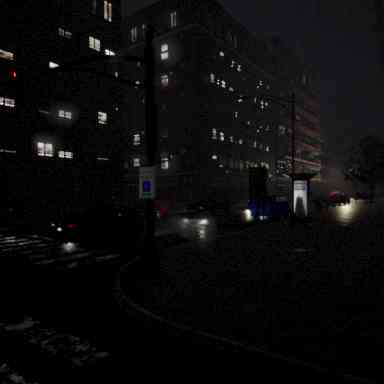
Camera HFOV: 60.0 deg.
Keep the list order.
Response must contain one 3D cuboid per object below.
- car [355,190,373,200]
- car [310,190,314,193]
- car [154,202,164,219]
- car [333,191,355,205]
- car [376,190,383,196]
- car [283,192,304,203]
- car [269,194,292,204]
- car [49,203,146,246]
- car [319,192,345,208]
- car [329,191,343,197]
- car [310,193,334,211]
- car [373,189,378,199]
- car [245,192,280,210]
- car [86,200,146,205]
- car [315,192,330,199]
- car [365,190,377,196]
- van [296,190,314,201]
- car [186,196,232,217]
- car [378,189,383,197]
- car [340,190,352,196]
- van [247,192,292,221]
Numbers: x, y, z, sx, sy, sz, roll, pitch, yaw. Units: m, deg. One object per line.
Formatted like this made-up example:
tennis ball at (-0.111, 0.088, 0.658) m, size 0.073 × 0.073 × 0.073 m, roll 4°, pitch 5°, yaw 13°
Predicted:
car at (28.652, 0.563, 55.934) m, size 1.967 × 1.590 × 4.097 m, roll 1°, pitch 1°, yaw 36°
car at (16.520, 0.670, 48.113) m, size 2.097 × 1.767 × 4.553 m, roll 0°, pitch 1°, yaw 36°
car at (-3.871, 1.283, 23.960) m, size 1.887 × 1.381 × 4.507 m, roll 1°, pitch 1°, yaw 36°
car at (18.797, 0.923, 42.138) m, size 1.947 × 1.339 × 4.313 m, roll 1°, pitch 1°, yaw 36°
car at (45.077, 0.314, 78.932) m, size 1.802 × 1.307 × 4.206 m, roll 1°, pitch 1°, yaw 36°
car at (15.720, 0.801, 51.388) m, size 1.752 × 1.417 × 4.829 m, roll 1°, pitch 1°, yaw 36°
car at (12.537, 0.933, 46.933) m, size 1.802 × 1.307 × 4.206 m, roll 1°, pitch 1°, yaw 36°
car at (-4.013, 1.413, 14.634) m, size 1.994 × 1.385 × 4.181 m, roll 0°, pitch 1°, yaw 36°
car at (15.511, 0.979, 37.538) m, size 1.887 × 1.381 × 4.507 m, roll 1°, pitch 1°, yaw 36°
car at (32.227, 0.427, 74.499) m, size 1.887 × 1.381 × 4.507 m, roll 1°, pitch 1°, yaw 36°
car at (12.226, 1.078, 32.939) m, size 1.947 × 1.339 × 4.313 m, roll 1°, pitch 1°, yaw 36°
car at (31.937, 0.590, 60.535) m, size 1.887 × 1.381 × 4.507 m, roll 1°, pitch 1°, yaw 36°
car at (7.708, 0.865, 35.930) m, size 2.097 × 1.767 × 4.553 m, roll 0°, pitch 1°, yaw 36°
car at (-5.122, 1.292, 18.150) m, size 1.882 × 1.535 × 5.008 m, roll 0°, pitch 1°, yaw 38°
car at (25.664, 0.621, 65.311) m, size 1.802 × 1.307 × 4.206 m, roll 1°, pitch 1°, yaw 36°
car at (44.183, 0.215, 82.110) m, size 1.994 × 1.385 × 4.181 m, roll 0°, pitch 1°, yaw 36°
van at (19.102, 0.536, 56.118) m, size 1.690 × 1.788 × 3.998 m, roll 1°, pitch 1°, yaw 36°
car at (1.485, 1.137, 27.231) m, size 1.882 × 1.535 × 5.008 m, roll 0°, pitch 1°, yaw 36°
car at (41.792, 0.355, 74.333) m, size 1.887 × 1.381 × 4.507 m, roll 1°, pitch 1°, yaw 36°
car at (38.791, 0.277, 83.688) m, size 2.008 × 1.369 × 4.403 m, roll 1°, pitch 1°, yaw 36°
van at (5.657, 1.008, 23.736) m, size 1.690 × 1.788 × 3.998 m, roll 1°, pitch 1°, yaw 36°
